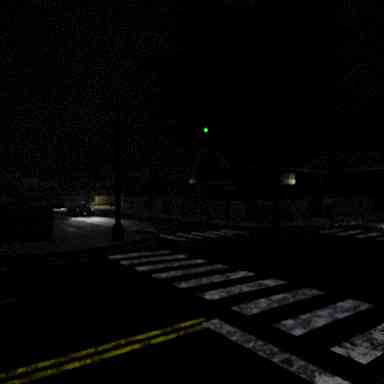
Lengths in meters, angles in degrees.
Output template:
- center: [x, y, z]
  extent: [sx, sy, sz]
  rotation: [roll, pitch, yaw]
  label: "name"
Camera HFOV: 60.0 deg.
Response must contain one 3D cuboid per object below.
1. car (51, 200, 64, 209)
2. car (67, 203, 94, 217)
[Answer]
- center: [-21.963, 1.953, 54.120]
  extent: [2.033, 1.411, 5.357]
  rotation: [0, 0, -25]
  label: "car"
- center: [-11.714, 1.856, 34.865]
  extent: [1.895, 1.301, 4.718]
  rotation: [0, 0, -31]
  label: "car"
